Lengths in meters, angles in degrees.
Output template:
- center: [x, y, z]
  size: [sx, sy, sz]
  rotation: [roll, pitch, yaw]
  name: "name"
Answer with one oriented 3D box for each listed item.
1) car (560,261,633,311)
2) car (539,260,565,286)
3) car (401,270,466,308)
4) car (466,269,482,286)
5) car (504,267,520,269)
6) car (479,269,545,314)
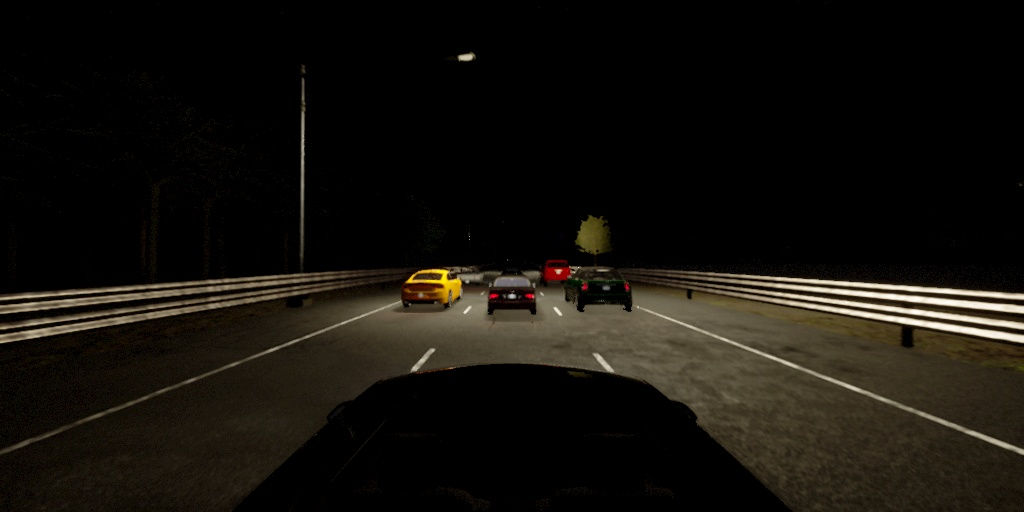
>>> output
- center: [3.519, 1.239, 15.424]
  size: [2.097, 1.767, 4.553]
  rotation: [0, -1, 0]
  name: "car"
- center: [3.510, 1.386, 29.602]
  size: [2.150, 2.045, 5.566]
  rotation: [0, -1, 0]
  name: "car"
- center: [-3.474, 1.376, 16.234]
  size: [1.882, 1.535, 5.008]
  rotation: [0, 0, 1]
  name: "car"
- center: [-3.483, 1.779, 30.274]
  size: [1.895, 1.301, 4.718]
  rotation: [0, -1, 0]
  name: "car"
- center: [0.020, 1.678, 30.541]
  size: [2.128, 1.511, 4.902]
  rotation: [0, -1, 0]
  name: "car"
- center: [0.008, 1.426, 14.516]
  size: [2.033, 1.411, 5.357]
  rotation: [0, -1, 0]
  name: "car"
